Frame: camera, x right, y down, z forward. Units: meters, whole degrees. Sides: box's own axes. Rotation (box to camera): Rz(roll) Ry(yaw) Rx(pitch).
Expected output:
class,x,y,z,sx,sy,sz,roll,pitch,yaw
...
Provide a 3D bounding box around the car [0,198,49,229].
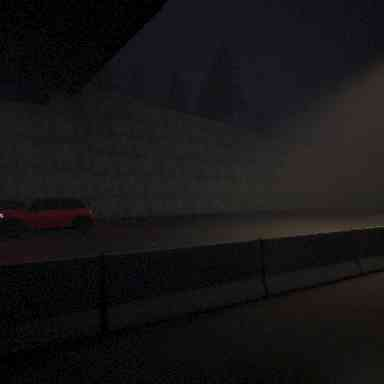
class,x,y,z,sx,sy,sz,roll,pitch,yaw
car,-10.593,1.144,17.957,5.008,1.535,1.882,0,1,-33

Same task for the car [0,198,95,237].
class,x,y,z,sx,sy,sz,roll,pitch,yaw
car,-7.155,1.078,16.009,4.553,1.767,2.097,0,1,-33
